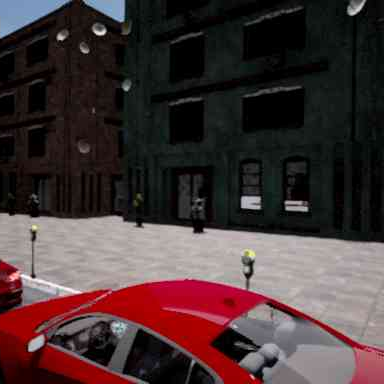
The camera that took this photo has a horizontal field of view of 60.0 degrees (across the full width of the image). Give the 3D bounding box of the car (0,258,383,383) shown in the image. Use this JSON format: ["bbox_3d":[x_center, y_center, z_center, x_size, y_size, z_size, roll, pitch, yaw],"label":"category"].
[{"bbox_3d":[-0.320,1.535,3.101,4.507,1.381,1.887,0,1,36],"label":"car"}]
